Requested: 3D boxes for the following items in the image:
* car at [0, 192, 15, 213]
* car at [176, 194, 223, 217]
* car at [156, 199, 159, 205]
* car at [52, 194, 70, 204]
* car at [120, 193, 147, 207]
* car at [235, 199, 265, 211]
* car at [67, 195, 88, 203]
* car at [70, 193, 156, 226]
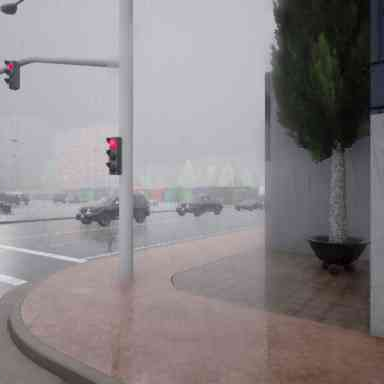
[{"bbox_3d":[-20.102,1.156,33.640,3.866,1.878,1.905,0,0,35],"label":"car"},{"bbox_3d":[0.841,1.221,32.086,2.150,2.045,5.566,0,0,37],"label":"car"},{"bbox_3d":[-7.087,1.395,52.017,3.806,1.475,1.970,0,0,35],"label":"car"},{"bbox_3d":[-23.069,1.153,59.788,4.605,1.855,1.932,0,0,35],"label":"car"},{"bbox_3d":[-8.772,1.156,49.662,3.866,1.878,1.905,0,0,35],"label":"car"},{"bbox_3d":[7.242,1.547,40.599,2.033,1.411,5.357,0,0,37],"label":"car"},{"bbox_3d":[-21.340,1.364,62.113,3.905,1.438,1.784,0,0,35],"label":"car"},{"bbox_3d":[-5.430,1.221,23.684,2.150,2.045,5.566,0,0,36],"label":"car"}]
